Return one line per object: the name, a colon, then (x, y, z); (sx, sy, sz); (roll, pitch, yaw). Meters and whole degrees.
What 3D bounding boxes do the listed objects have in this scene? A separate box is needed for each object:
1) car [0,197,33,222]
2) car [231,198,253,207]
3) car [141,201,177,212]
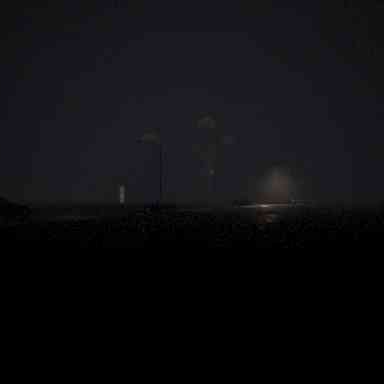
car: (-15.155, 1.293, 25.267); (2.150, 2.045, 5.566); (1, 0, 36)
car: (8.895, 1.837, 58.946); (2.033, 1.411, 5.357); (1, 0, 35)
car: (-3.955, 1.767, 40.948); (1.895, 1.301, 4.718); (1, 0, 36)
